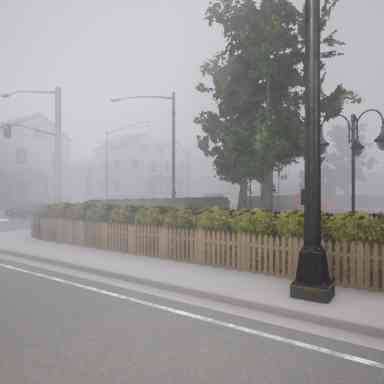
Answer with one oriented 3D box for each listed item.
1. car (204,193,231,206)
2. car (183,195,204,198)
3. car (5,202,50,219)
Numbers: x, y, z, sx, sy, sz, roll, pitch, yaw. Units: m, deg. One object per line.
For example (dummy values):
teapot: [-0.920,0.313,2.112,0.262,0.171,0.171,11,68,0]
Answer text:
car: [3.528,1.221,48.161,2.150,2.045,5.566,0,0,35]
car: [-0.828,1.478,48.189,1.882,1.535,5.008,0,0,35]
car: [-14.031,1.564,29.263,1.994,1.385,4.181,0,0,35]
